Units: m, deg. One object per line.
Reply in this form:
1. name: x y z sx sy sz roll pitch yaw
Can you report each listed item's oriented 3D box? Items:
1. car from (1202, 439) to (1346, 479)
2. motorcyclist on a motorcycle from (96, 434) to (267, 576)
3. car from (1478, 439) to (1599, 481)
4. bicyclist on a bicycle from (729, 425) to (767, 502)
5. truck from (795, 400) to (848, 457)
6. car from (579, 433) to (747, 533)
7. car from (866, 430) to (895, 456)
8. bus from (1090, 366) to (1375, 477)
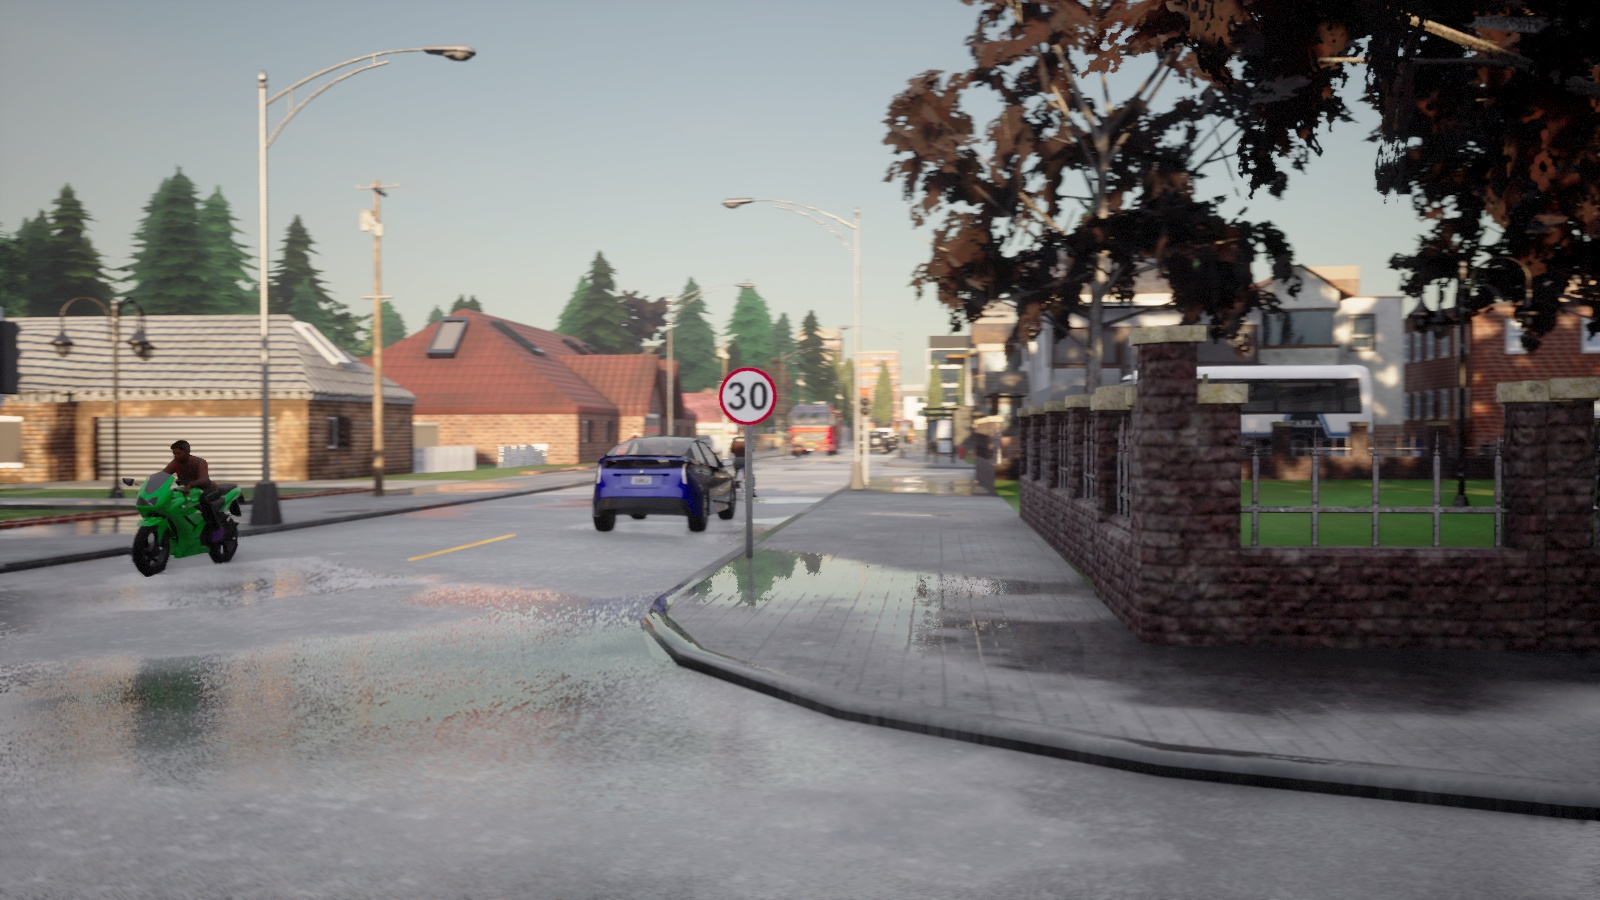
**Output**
1. car: 17.578 0.311 46.736 4.674 1.442 1.812 0 1 3
2. motorcyclist on a motorcycle: -7.107 0.584 14.568 0.797 1.523 2.044 0 1 7
3. car: 27.609 0.351 45.612 4.892 1.490 1.837 0 1 4
4. bicyclist on a bicycle: -1.237 0.293 30.067 0.659 1.776 1.843 0 1 5
5. truck: 1.622 -1.526 89.903 2.891 3.827 8.468 0 1 7
6. car: -2.218 0.477 21.634 2.007 1.525 4.514 0 1 5
7. car: 5.943 -0.559 92.493 1.932 1.855 4.605 0 1 7
8. bus: 17.240 -1.148 50.898 10.273 4.253 3.944 0 1 6
